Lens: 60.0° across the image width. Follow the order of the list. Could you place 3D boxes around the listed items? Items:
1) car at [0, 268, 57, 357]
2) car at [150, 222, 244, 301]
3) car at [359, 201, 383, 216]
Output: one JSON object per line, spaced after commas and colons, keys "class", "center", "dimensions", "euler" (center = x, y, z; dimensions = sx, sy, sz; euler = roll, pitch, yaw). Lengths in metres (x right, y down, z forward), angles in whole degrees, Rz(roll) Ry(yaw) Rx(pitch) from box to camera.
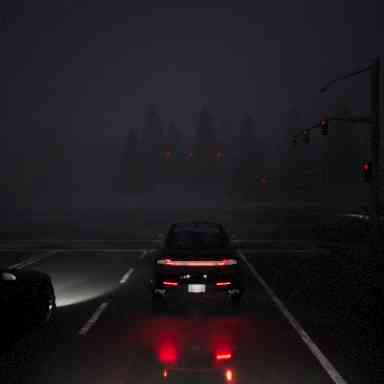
{"class": "car", "center": [-3.403, 1.564, 4.249], "dimensions": [1.994, 1.385, 4.181], "euler": [0, 0, 0]}
{"class": "car", "center": [0.124, 1.492, 8.315], "dimensions": [2.128, 1.511, 4.902], "euler": [0, 0, 1]}
{"class": "car", "center": [18.703, 1.492, 31.193], "dimensions": [5.357, 1.411, 2.033], "euler": [0, 0, 0]}
